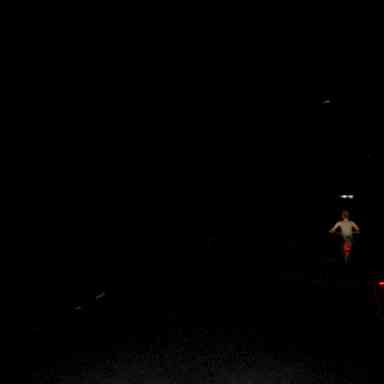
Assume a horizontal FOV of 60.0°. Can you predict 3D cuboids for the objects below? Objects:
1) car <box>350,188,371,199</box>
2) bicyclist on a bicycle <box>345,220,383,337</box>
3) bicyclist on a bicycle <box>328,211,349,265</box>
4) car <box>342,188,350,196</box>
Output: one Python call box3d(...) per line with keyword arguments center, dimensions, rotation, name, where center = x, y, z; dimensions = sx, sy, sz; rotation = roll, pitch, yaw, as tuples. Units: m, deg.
box3d(center=(26.227, 0.326, 51.777), dimensions=(1.882, 1.535, 5.008), rotation=(-1, 1, 30), name="car")
box3d(center=(2.910, 1.373, 5.221), dimensions=(0.582, 1.620, 1.656), rotation=(-2, 0, 17), name="bicyclist on a bicycle")
box3d(center=(4.237, 1.316, 9.177), dimensions=(0.866, 1.612, 1.509), rotation=(-2, -1, 20), name="bicyclist on a bicycle")
box3d(center=(31.326, -0.009, 66.606), dimensions=(2.033, 1.411, 5.357), rotation=(-1, 1, 30), name="car")
